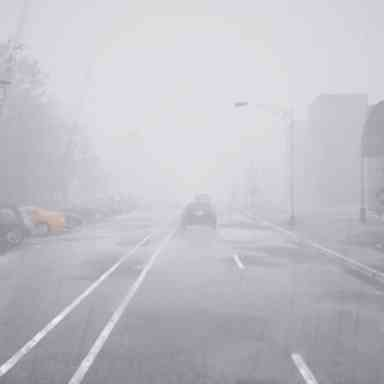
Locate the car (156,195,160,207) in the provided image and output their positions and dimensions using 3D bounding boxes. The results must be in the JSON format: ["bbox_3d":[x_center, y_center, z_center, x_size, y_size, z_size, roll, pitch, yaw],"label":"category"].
[{"bbox_3d":[-7.702,1.634,49.941,4.674,1.452,2.002,-1,0,-16],"label":"car"}]

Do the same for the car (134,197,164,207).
[{"bbox_3d":[-7.265,1.660,55.827,4.674,1.452,2.002,-1,0,-16],"label":"car"}]

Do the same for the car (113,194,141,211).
[{"bbox_3d":[-8.613,1.284,35.103,5.566,2.045,2.435,-1,0,-17],"label":"car"}]

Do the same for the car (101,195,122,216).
[{"bbox_3d":[-8.820,1.392,29.184,4.553,1.767,2.185,-1,0,-18],"label":"car"}]

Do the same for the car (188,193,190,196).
[{"bbox_3d":[-3.788,1.523,91.276,4.553,1.767,2.185,-1,0,-14],"label":"car"}]

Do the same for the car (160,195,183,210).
[{"bbox_3d":[-2.729,1.560,45.630,1.882,1.535,5.008,0,0,4],"label":"car"}]

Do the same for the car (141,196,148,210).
[{"bbox_3d":[-8.268,1.596,41.048,4.674,1.452,2.002,-1,-1,-17],"label":"car"}]

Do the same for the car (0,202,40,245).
[{"bbox_3d":[-9.281,1.365,14.335,4.553,1.767,2.185,-1,0,-19],"label":"car"}]

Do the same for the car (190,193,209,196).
[{"bbox_3d":[1.306,1.277,40.607,2.150,2.045,5.566,0,-1,3],"label":"car"}]

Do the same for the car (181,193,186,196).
[{"bbox_3d":[-4.885,1.661,79.542,5.366,1.575,1.946,-1,0,-14],"label":"car"}]

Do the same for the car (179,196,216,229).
[{"bbox_3d":[0.487,1.363,21.855,2.097,1.767,4.553,0,0,2],"label":"car"}]

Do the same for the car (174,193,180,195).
[{"bbox_3d":[-5.658,1.538,73.590,4.553,1.767,2.185,-1,0,-14],"label":"car"}]

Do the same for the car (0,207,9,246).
[{"bbox_3d":[-9.376,1.488,11.363,5.008,1.535,2.097,-1,0,-19],"label":"car"}]

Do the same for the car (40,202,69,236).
[{"bbox_3d":[-9.237,1.494,17.299,5.008,1.535,2.097,-1,0,-19],"label":"car"}]

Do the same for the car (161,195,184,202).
[{"bbox_3d":[-4.921,1.664,82.404,5.366,1.575,1.946,-1,0,-14],"label":"car"}]

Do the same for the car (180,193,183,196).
[{"bbox_3d":[-5.388,1.667,76.541,4.892,1.521,2.231,-1,0,-14],"label":"car"}]

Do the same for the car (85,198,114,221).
[{"bbox_3d":[-8.976,1.512,26.214,4.892,1.521,2.231,-1,0,-18],"label":"car"}]

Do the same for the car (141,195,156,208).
[{"bbox_3d":[-7.913,1.562,44.068,5.366,1.575,1.946,-1,-1,-17],"label":"car"}]

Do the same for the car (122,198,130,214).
[{"bbox_3d":[-8.726,1.566,32.150,4.674,1.452,2.002,-1,0,-18],"label":"car"}]

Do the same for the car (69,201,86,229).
[{"bbox_3d":[-9.133,1.528,20.281,4.792,1.488,2.163,-1,0,-18],"label":"car"}]
